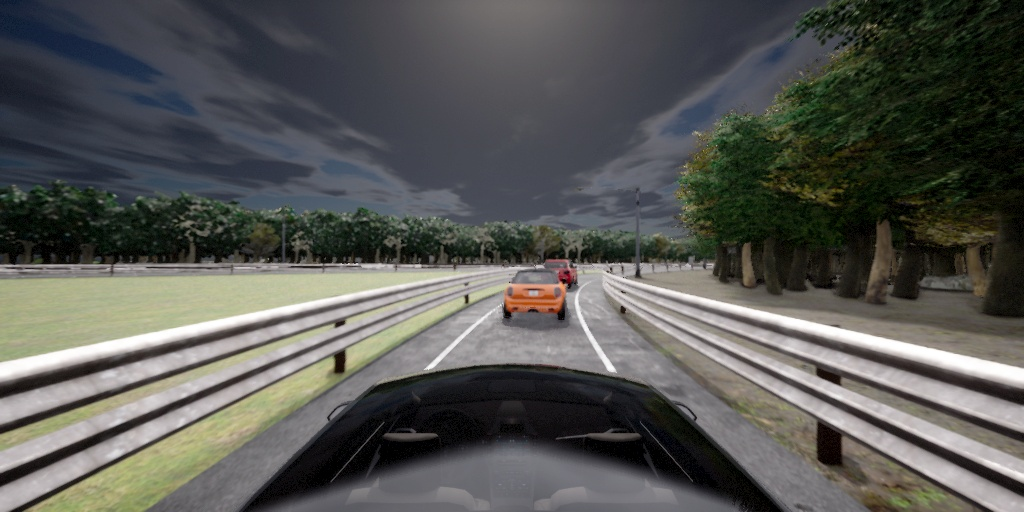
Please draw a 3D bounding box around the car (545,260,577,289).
[{"bbox_3d":[3.665,1.317,27.205,2.150,2.045,5.566,0,-1,16],"label":"car"}]

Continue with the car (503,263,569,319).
[{"bbox_3d":[1.018,1.262,13.808,2.097,1.767,4.553,0,-1,9],"label":"car"}]
